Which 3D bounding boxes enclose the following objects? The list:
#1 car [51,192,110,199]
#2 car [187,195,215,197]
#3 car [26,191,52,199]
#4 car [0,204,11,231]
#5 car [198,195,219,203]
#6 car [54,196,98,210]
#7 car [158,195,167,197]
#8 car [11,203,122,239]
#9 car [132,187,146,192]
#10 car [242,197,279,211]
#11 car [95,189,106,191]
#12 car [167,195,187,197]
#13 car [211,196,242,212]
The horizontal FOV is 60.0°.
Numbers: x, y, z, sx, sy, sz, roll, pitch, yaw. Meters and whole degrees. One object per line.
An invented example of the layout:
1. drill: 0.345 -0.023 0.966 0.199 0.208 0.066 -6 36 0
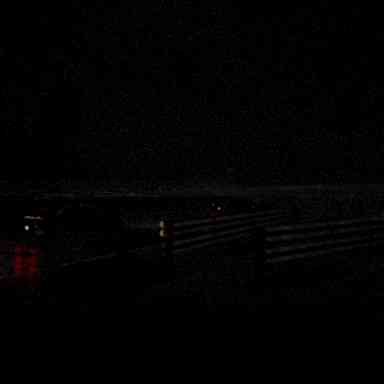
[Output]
1. car: -10.875 1.096 33.009 1.882 1.535 5.008 1 0 35
2. car: 1.889 1.227 51.164 2.128 1.511 4.902 1 0 36
3. car: -15.891 1.019 38.047 1.882 1.535 5.008 1 0 35
4. car: -9.614 1.296 16.172 2.033 1.411 5.357 1 1 35
5. car: 3.324 1.309 65.327 1.837 1.490 4.892 1 0 35
6. car: -12.703 1.147 36.500 1.994 1.385 4.181 1 0 35
7. car: -4.634 1.167 54.045 1.812 1.442 4.674 1 0 35
8. car: -5.519 1.275 15.918 2.128 1.511 4.902 1 1 35
9. car: -12.626 -0.474 80.308 1.837 1.490 4.892 1 3 23
10. car: 7.406 1.299 34.373 1.882 1.535 5.008 1 0 35
11. car: -18.285 0.078 66.289 1.812 1.442 4.674 1 2 21
12. car: -1.501 1.251 52.430 1.994 1.385 4.181 1 0 36
13. car: 4.040 1.378 35.669 1.895 1.301 4.718 1 0 35
